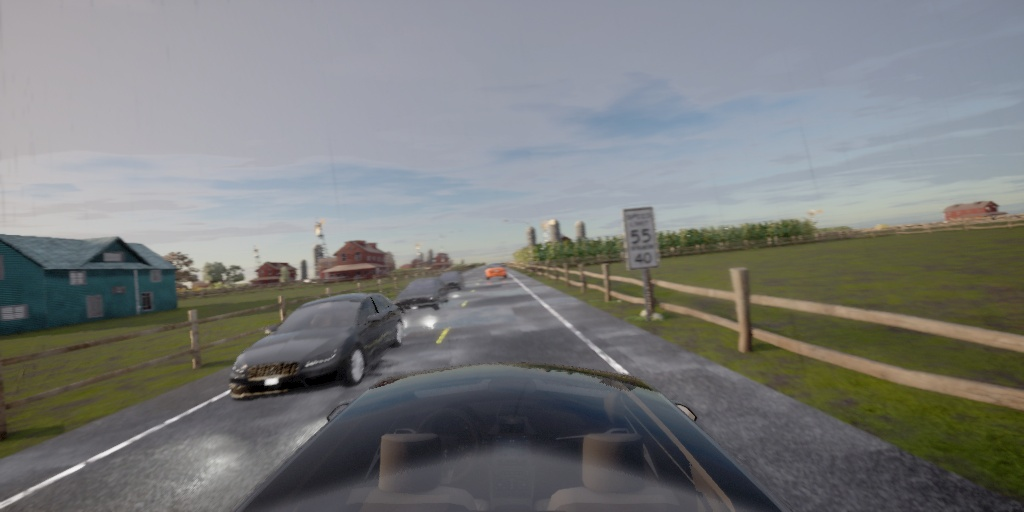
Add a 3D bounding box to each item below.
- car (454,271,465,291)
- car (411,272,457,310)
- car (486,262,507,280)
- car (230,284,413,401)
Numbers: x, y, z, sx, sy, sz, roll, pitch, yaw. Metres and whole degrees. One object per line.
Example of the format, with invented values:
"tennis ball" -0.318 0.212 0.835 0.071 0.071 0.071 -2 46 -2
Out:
"car" -4.739 1.943 28.147 2.033 1.411 5.357 -5 0 -2
"car" -4.216 1.812 17.637 2.033 1.411 5.357 -5 0 -3
"car" -1.670 1.540 38.448 2.097 1.767 4.553 -5 0 -3
"car" -3.728 1.648 7.760 1.837 1.490 4.892 -5 0 -3
